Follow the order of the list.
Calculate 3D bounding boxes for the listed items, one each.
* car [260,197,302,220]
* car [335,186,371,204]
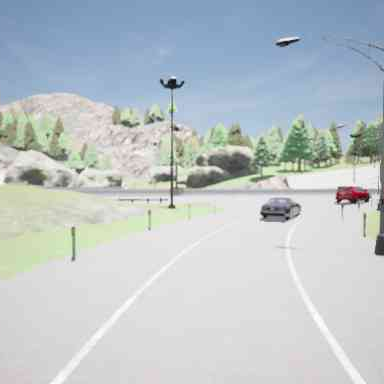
[{"bbox_3d":[6.357,1.090,23.495,2.033,1.411,5.357,1,2,29],"label":"car"},{"bbox_3d":[19.050,0.305,39.307,5.566,2.045,2.150,-1,2,-41],"label":"car"}]
